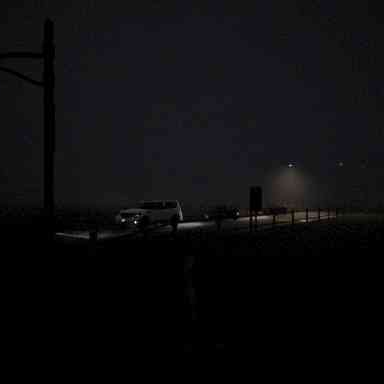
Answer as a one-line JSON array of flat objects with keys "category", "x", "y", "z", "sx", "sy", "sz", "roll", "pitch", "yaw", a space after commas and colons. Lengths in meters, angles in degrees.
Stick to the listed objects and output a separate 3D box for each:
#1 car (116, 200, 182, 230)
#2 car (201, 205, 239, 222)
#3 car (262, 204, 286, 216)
[{"category": "car", "x": -3.000, "y": 1.607, "z": 24.616, "sx": 2.150, "sy": 2.045, "sz": 5.566, "roll": 0, "pitch": -1, "yaw": 36}, {"category": "car", "x": 2.807, "y": 2.066, "z": 32.560, "sx": 2.128, "sy": 1.511, "sz": 4.902, "roll": 0, "pitch": -1, "yaw": 36}, {"category": "car", "x": 10.782, "y": 2.327, "z": 43.460, "sx": 2.128, "sy": 1.511, "sz": 4.902, "roll": 0, "pitch": -1, "yaw": 36}]
